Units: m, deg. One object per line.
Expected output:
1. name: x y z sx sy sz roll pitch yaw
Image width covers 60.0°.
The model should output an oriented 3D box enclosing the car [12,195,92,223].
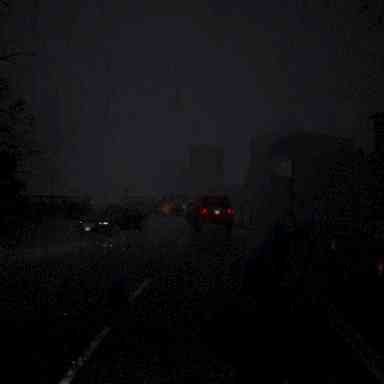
1. car: -10.749 1.279 26.296 5.566 2.045 2.435 0 -1 -34

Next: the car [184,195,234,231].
1. car: 1.033 1.205 20.886 2.150 2.045 5.566 0 0 -8

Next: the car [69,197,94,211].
1. car: -16.675 1.821 50.136 2.150 2.045 5.566 0 -2 -34

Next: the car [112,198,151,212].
1. car: -7.926 1.670 43.935 4.553 1.767 2.185 0 -2 -34

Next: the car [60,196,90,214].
1. car: -14.383 1.550 40.701 2.150 2.045 5.566 0 -2 -34

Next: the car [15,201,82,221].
1. car: -12.265 1.568 28.488 4.892 1.521 2.231 0 -1 -34

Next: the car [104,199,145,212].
1. car: -9.373 1.870 46.474 5.366 1.575 1.946 0 -2 -34

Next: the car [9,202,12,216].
1. car: -13.816 1.357 30.815 5.566 2.045 2.435 0 -1 -34

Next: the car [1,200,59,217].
1. car: -17.181 1.722 35.435 5.366 1.575 1.946 0 -1 -34

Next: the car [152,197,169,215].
1. car: -1.111 1.569 33.881 5.008 1.535 2.097 0 -1 -34

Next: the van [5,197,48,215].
1. van: -19.975 1.637 40.135 4.442 1.987 1.878 0 -2 -34

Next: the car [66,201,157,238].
1. car: -4.017 1.447 17.635 2.128 1.511 4.902 1 0 19

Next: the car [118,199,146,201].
1. car: -7.056 1.717 35.742 1.994 1.385 4.181 0 -1 -33

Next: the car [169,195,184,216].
1. car: 0.571 1.403 31.357 4.553 1.767 2.185 0 -1 -34

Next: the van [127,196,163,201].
1. van: -6.304 1.502 41.370 4.442 1.987 1.878 0 -1 -34
